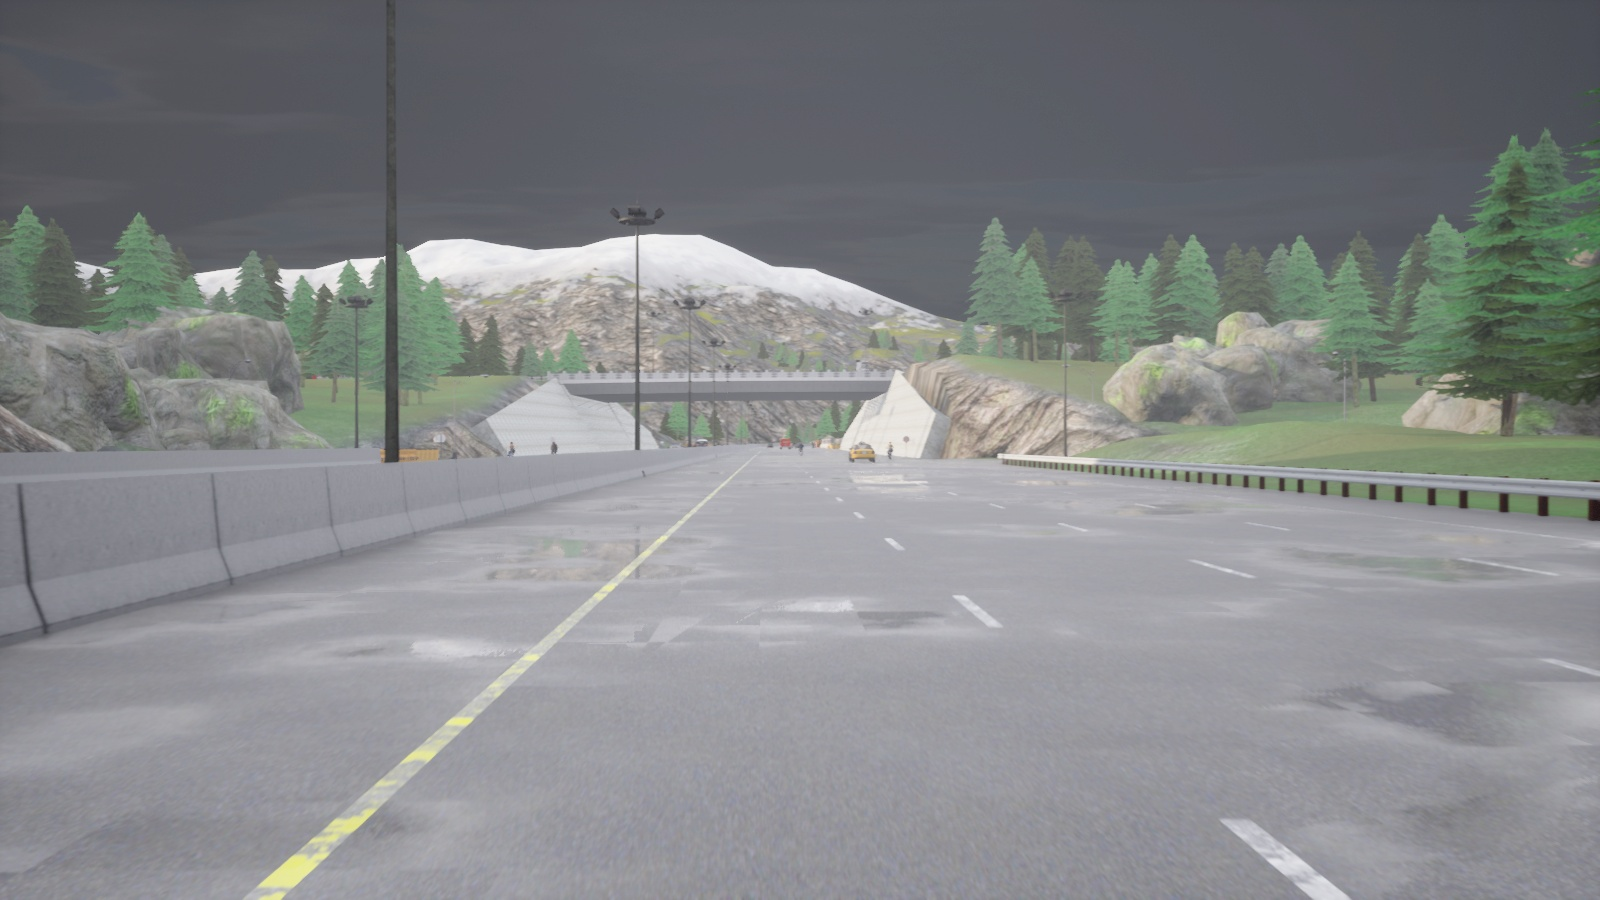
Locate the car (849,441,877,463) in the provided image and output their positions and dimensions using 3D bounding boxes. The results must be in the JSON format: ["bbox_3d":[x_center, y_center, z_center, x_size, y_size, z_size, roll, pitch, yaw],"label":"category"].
[{"bbox_3d":[4.807,0.144,96.236,1.801,1.575,5.366,0,0,-1],"label":"car"}]
